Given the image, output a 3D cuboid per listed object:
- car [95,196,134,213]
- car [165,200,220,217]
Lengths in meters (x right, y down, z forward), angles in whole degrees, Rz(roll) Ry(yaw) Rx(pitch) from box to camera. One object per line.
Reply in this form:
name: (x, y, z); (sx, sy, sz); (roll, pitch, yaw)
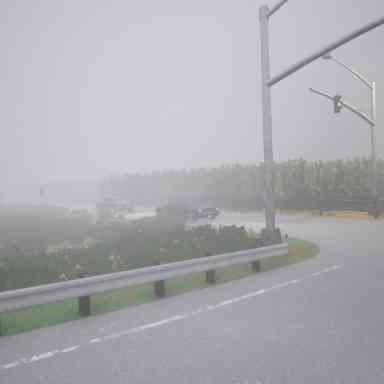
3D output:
car: (-7.024, 1.121, 29.833); (1.837, 1.490, 4.892); (-3, 2, -40)
car: (-0.355, 1.177, 22.035); (1.895, 1.301, 4.718); (-3, 2, -41)
